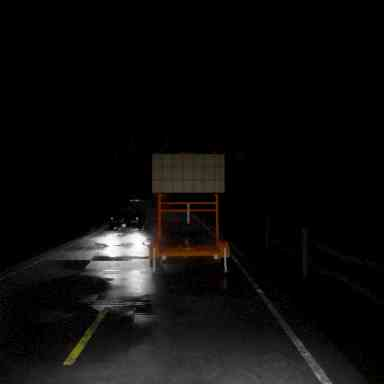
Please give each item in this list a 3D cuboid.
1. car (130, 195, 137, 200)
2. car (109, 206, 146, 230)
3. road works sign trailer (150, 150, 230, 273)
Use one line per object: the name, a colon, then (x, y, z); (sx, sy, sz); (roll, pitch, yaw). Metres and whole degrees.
car: (-16.400, 1.477, 92.910); (1.882, 1.535, 5.008); (0, 0, -15)
car: (-4.006, 1.601, 21.121); (1.895, 1.301, 4.718); (0, 0, -4)
road works sign trailer: (-0.118, 0.464, 10.685); (2.380, 3.560, 2.880); (0, 0, -3)
